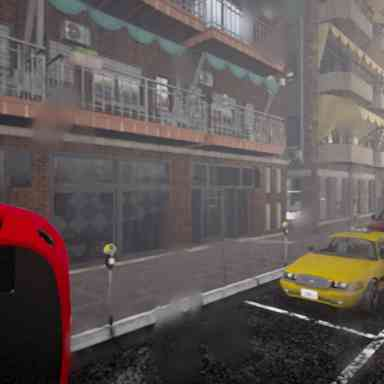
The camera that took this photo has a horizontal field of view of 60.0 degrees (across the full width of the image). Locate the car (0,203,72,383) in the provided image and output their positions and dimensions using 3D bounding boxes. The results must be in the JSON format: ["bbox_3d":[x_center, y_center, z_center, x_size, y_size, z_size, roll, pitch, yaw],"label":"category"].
[{"bbox_3d":[-3.783,0.963,2.406,5.566,2.150,2.045,4,13,-17],"label":"car"}]

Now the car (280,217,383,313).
[{"bbox_3d":[3.803,1.524,7.740,1.752,1.417,4.829,0,0,44],"label":"car"}]

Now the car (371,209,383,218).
[{"bbox_3d":[7.784,1.314,11.813,2.192,1.841,5.009,0,0,44],"label":"car"}]
